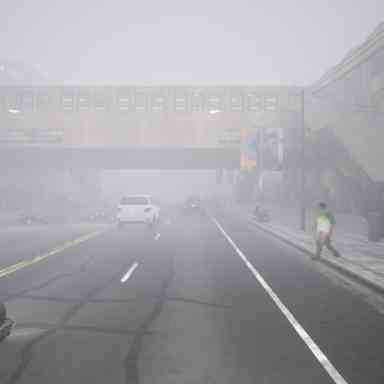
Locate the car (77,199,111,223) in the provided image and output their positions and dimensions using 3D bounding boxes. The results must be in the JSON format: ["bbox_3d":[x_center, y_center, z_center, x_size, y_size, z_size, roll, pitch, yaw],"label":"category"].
[{"bbox_3d":[-7.062,1.518,25.828,1.812,1.442,4.674,0,0,0],"label":"car"}]

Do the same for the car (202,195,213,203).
[{"bbox_3d":[3.142,1.459,69.708,2.097,1.535,5.008,0,0,0],"label":"car"}]

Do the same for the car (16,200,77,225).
[{"bbox_3d":[-10.567,1.540,24.230,2.033,1.411,5.357,0,0,0],"label":"car"}]

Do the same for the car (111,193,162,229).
[{"bbox_3d":[-3.372,1.213,21.684,2.150,2.045,5.566,0,0,0],"label":"car"}]

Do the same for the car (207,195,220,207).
[{"bbox_3d":[3.214,1.465,52.507,2.231,1.521,4.892,0,0,10],"label":"car"}]

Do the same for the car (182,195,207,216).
[{"bbox_3d":[0.135,1.343,32.780,2.097,1.767,4.553,0,0,1],"label":"car"}]

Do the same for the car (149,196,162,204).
[{"bbox_3d":[-6.830,1.459,62.464,1.882,1.535,5.008,0,0,1],"label":"car"}]

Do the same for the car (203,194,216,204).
[{"bbox_3d":[3.269,1.335,63.282,2.185,1.767,4.553,0,0,0],"label":"car"}]

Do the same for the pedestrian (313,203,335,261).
[{"bbox_3d":[4.127,1.181,10.428,0.375,1.860,0.375,0,0,0],"label":"pedestrian"}]

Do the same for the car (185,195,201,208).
[{"bbox_3d":[0.208,1.338,47.157,2.097,1.767,4.553,0,0,1],"label":"car"}]

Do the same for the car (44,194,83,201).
[{"bbox_3d":[-13.505,1.218,33.913,2.435,2.045,5.566,0,0,0],"label":"car"}]

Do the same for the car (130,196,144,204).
[{"bbox_3d":[-10.327,1.545,62.555,1.994,1.385,4.181,0,0,1],"label":"car"}]

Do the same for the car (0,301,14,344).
[{"bbox_3d":[-3.397,1.547,2.120,2.033,1.411,5.357,0,0,0],"label":"car"}]
